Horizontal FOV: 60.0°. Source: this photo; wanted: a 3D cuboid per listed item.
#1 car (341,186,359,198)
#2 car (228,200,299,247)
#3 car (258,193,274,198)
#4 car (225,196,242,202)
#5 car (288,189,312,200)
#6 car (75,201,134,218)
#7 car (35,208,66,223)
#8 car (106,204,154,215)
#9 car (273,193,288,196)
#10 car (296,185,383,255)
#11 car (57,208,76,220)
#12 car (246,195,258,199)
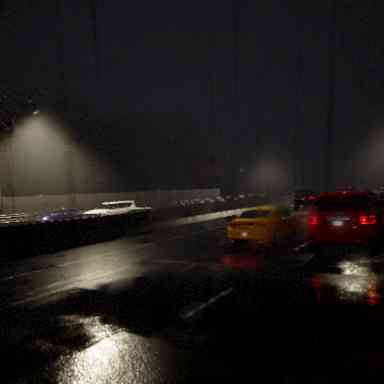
[{"bbox_3d":[28.314,-0.035,59.541,2.150,2.045,5.566,-4,-1,33],"label":"car"},{"bbox_3d":[3.339,1.392,14.761,1.882,1.535,5.008,-4,-1,33],"label":"car"},{"bbox_3d":[15.235,0.951,65.075,2.097,1.767,4.553,-4,-1,33],"label":"car"},{"bbox_3d":[8.433,1.530,67.411,1.837,1.490,4.892,-4,0,33],"label":"car"},{"bbox_3d":[12.376,0.746,35.067,2.150,2.045,5.566,-4,-1,33],"label":"car"},{"bbox_3d":[-7.390,1.925,30.502,2.150,2.045,5.566,-4,-1,33],"label":"car"},{"bbox_3d":[-13.566,2.464,33.807,2.097,1.767,4.553,-4,-1,33],"label":"car"},{"bbox_3d":[-4.628,2.042,28.308,1.812,1.442,4.674,-4,-1,33],"label":"car"},{"bbox_3d":[17.398,0.943,61.994,1.837,1.490,4.892,-4,0,34],"label":"car"},{"bbox_3d":[5.858,0.960,12.252,2.150,2.045,5.566,-4,-1,33],"label":"car"},{"bbox_3d":[-10.357,2.466,32.312,1.994,1.385,4.181,-4,-1,33],"label":"car"},{"bbox_3d":[12.306,1.340,66.947,1.994,1.385,4.181,-4,-1,33],"label":"car"}]
